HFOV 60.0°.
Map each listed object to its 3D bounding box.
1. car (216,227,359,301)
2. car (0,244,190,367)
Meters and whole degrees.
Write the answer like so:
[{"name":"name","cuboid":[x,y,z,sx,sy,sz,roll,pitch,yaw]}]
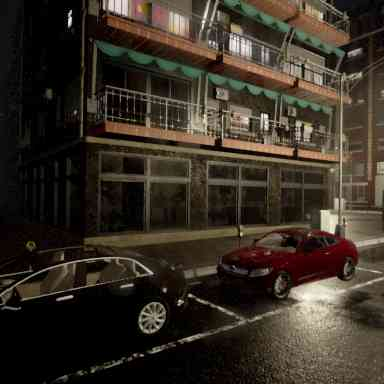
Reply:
[{"name":"car","cuboid":[2.536,1.584,8.324,4.206,1.307,1.802,0,1,-36]},{"name":"car","cuboid":[-2.087,1.551,5.014,4.403,1.369,2.008,0,1,-36]}]
